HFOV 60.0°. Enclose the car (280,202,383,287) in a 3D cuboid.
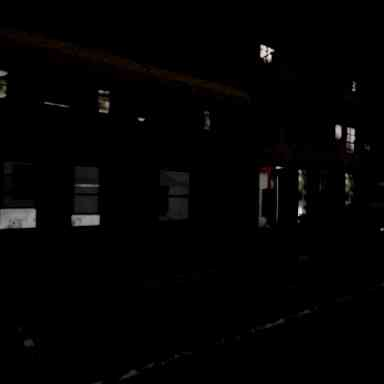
[{"bbox_3d":[4.725,1.263,9.442,5.009,1.841,2.192,0,2,-35],"label":"car"}]
